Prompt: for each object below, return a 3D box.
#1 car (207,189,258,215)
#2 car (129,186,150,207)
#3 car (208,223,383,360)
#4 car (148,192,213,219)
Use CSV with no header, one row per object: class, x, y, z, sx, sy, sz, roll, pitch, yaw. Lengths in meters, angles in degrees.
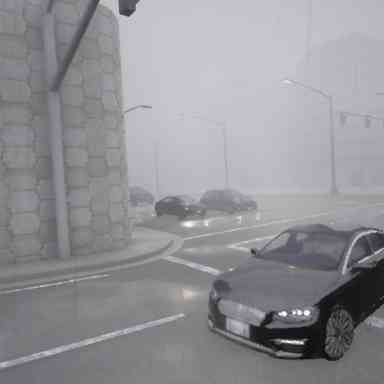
car,2.546,0.566,24.003,2.097,1.767,4.553,-5,3,-35
car,-6.229,0.432,36.413,2.150,2.045,5.566,-5,2,-35
car,2.340,1.383,5.975,4.902,1.511,2.128,-3,2,-44
car,-0.920,0.971,22.882,1.812,1.442,4.674,-5,3,-35
